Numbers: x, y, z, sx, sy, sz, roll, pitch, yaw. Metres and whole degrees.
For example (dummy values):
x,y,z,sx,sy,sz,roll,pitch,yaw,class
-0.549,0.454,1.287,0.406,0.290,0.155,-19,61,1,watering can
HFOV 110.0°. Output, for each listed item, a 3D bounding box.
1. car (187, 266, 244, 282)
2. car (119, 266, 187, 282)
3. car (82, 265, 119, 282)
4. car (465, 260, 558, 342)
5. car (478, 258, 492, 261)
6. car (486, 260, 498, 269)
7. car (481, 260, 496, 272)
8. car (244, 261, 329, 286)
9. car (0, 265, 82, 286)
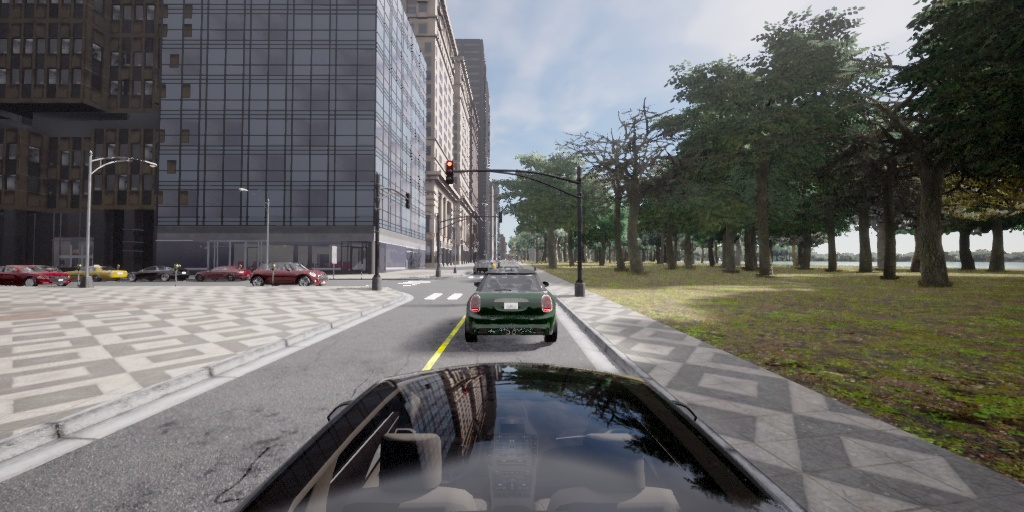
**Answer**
x,y,z,sx,sy,sz,roll,pitch,yaw,class
-24.583,1.493,30.602,4.207,1.307,1.802,0,0,0,car
-30.069,1.481,30.577,4.313,1.339,1.948,0,0,0,car
-35.727,1.444,30.551,4.829,1.417,1.751,0,0,0,car
-0.012,1.108,9.927,2.097,1.767,4.553,0,0,0,car
-3.229,1.180,41.200,2.097,1.767,4.553,0,0,0,car
-3.262,1.427,59.386,1.812,1.442,4.674,0,0,0,car
-3.249,1.341,50.222,1.882,1.535,5.008,0,0,0,car
-13.605,1.120,22.130,4.097,1.591,1.967,0,0,-1,car
-30.035,1.235,22.054,4.507,1.381,1.888,0,0,0,car
